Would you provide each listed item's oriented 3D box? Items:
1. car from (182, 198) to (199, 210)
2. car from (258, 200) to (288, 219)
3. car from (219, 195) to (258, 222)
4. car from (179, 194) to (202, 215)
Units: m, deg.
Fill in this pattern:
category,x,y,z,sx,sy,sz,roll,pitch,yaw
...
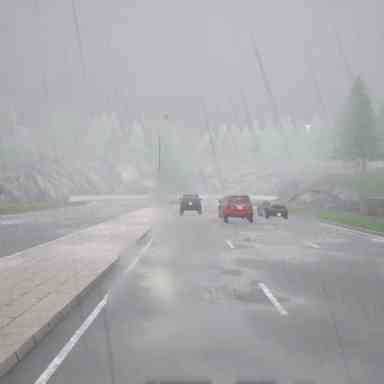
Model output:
category,x,y,z,sx,sy,sz,roll,pitch,yaw
car,-0.186,1.547,44.512,2.033,1.411,5.357,0,0,0
car,6.906,1.505,28.819,1.837,1.490,4.892,0,0,0
car,3.420,1.223,26.415,2.150,2.045,5.566,0,0,0
car,-0.134,1.221,34.314,2.150,2.045,5.566,0,0,0
